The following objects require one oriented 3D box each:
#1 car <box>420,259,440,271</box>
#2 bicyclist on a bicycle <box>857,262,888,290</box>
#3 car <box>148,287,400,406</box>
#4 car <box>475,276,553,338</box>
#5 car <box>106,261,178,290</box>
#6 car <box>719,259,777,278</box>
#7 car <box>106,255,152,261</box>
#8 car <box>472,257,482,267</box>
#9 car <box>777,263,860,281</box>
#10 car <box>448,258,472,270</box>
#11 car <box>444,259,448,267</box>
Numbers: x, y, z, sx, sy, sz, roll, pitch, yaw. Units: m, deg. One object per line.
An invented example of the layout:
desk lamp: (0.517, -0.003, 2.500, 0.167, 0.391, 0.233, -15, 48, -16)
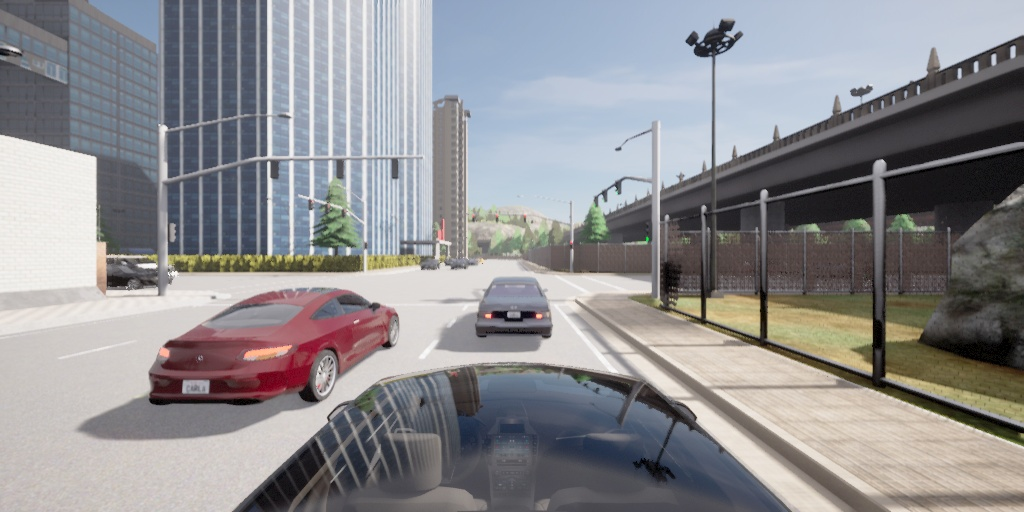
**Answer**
car: (-10.686, 1.142, 47.147, 1.837, 1.490, 4.892, 0, 0, 0)
bicyclist on a bicycle: (18.264, 1.065, 18.229, 0.582, 1.620, 1.656, 0, 0, 0)
car: (-3.450, 1.264, 6.231, 1.812, 1.442, 4.674, 0, 0, 0)
car: (0.078, 1.277, 10.051, 2.033, 1.411, 5.357, 0, 0, 1)
car: (-23.725, 1.233, 21.834, 5.008, 1.535, 1.882, 0, 0, 0)
car: (21.540, 1.081, 32.725, 4.553, 1.767, 2.097, 0, 0, 0)
car: (-27.074, 0.969, 25.317, 5.566, 2.045, 2.150, 0, 0, 0)
car: (-7.167, 1.143, 64.064, 2.033, 1.411, 5.357, 0, 0, 1)
car: (25.240, 1.284, 29.243, 5.357, 1.411, 2.033, 0, 0, 0)
car: (-7.186, 1.195, 49.564, 1.994, 1.385, 4.181, 0, 0, 0)
car: (-10.679, 1.122, 63.391, 1.812, 1.442, 4.674, 0, 0, 0)
